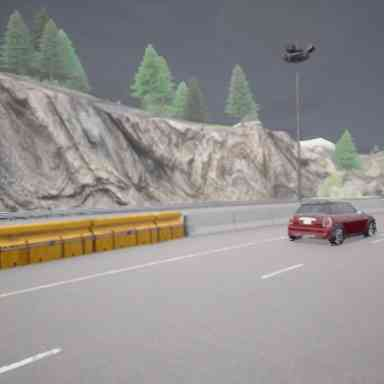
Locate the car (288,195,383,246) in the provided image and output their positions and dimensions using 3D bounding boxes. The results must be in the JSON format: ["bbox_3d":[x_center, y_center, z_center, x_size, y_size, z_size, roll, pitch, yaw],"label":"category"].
[{"bbox_3d":[6.226,1.180,14.646,4.553,1.767,2.097,-1,0,-40],"label":"car"}]

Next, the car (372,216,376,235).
[{"bbox_3d":[8.964,1.270,12.386,4.902,1.511,2.128,-1,0,-40],"label":"car"}]

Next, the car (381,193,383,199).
[{"bbox_3d":[33.816,0.620,56.584,4.892,1.490,1.837,-1,0,-24],"label":"car"}]
